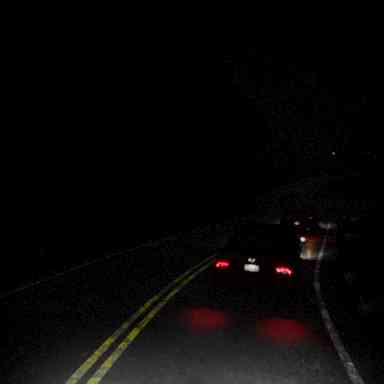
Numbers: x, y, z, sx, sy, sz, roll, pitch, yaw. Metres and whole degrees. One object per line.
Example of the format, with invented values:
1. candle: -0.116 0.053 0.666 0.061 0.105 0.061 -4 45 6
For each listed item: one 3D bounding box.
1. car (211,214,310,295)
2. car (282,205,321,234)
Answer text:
1. car: 1.986 1.554 8.962 2.033 1.411 5.357 2 0 19
2. car: 6.552 1.490 19.904 1.882 1.535 5.008 2 1 23
